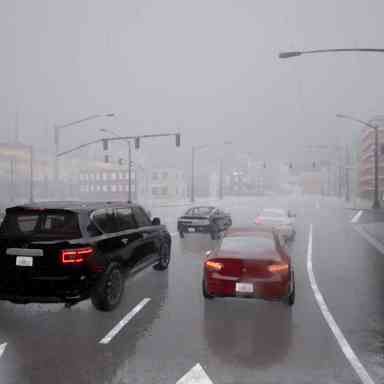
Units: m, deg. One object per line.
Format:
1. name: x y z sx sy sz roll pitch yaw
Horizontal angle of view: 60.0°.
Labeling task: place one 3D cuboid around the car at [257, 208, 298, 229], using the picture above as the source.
1. car: 4.191 1.526 16.557 1.812 1.442 4.674 0 0 20

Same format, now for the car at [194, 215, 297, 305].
1. car: 1.452 1.526 8.124 1.812 1.442 4.674 0 0 13

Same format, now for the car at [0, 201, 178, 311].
1. car: -2.161 1.221 8.039 2.150 2.045 5.566 0 0 12

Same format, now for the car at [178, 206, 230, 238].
1. car: 0.784 1.491 17.289 2.128 1.511 4.902 0 0 19

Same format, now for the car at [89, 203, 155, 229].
1. car: -4.685 1.590 23.257 2.033 1.411 5.357 0 0 20
